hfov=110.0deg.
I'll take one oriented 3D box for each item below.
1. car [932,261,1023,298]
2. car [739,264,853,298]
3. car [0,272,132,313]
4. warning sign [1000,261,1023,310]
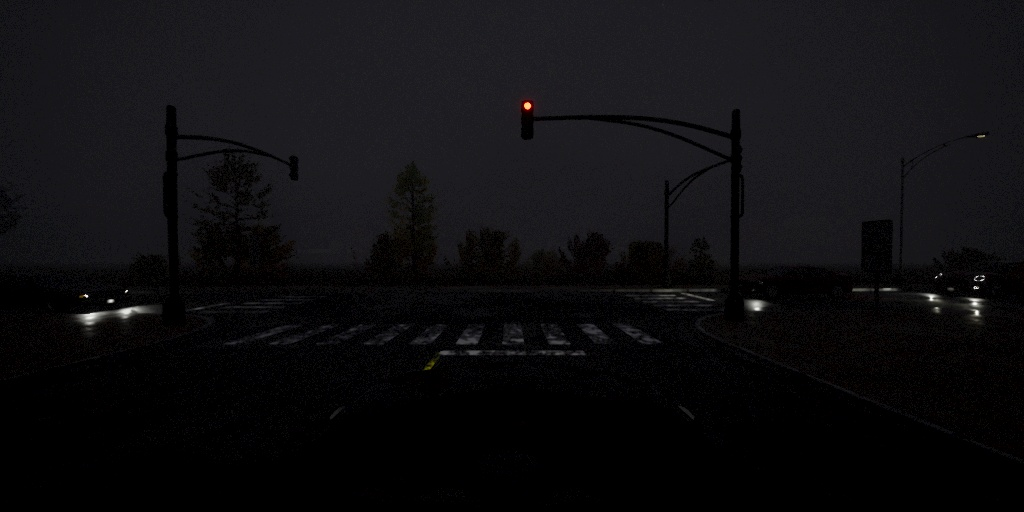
[{"bbox_3d":[23.733,1.036,17.595,4.553,1.767,2.097,0,1,-1],"label":"car"},{"bbox_3d":[13.568,1.178,17.424,5.008,1.535,1.882,0,1,-1],"label":"car"},{"bbox_3d":[-18.016,1.340,13.676,5.357,1.411,2.033,0,1,-1],"label":"car"},{"bbox_3d":[17.013,0.892,11.672,1.060,1.860,1.300,0,0,-1],"label":"warning sign"}]
